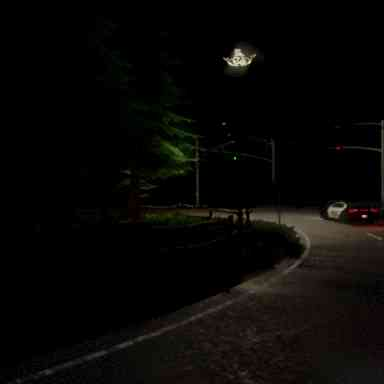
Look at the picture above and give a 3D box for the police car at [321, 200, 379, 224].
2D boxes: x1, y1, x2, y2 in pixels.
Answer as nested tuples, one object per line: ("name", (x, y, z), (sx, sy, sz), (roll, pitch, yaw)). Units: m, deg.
("police car", (10.706, 1.345, 23.145), (2.038, 1.542, 4.974), (-1, 0, -1))
